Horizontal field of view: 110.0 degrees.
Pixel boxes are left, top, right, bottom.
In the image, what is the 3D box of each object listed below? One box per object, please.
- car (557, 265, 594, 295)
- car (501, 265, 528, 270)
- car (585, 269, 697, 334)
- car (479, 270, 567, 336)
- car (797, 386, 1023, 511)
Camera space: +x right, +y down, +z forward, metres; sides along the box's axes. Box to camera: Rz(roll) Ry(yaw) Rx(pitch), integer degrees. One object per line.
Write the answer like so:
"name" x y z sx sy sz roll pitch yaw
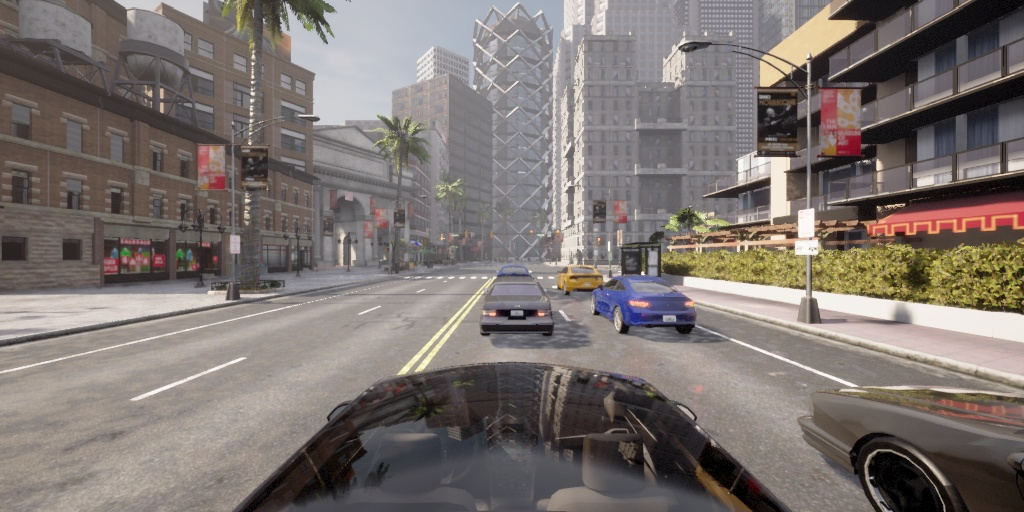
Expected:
"car" 3.615 1.228 19.661 1.882 1.535 5.008 0 0 0
"car" 0.116 1.228 20.161 1.882 1.535 5.008 0 0 0
"car" 3.620 1.276 10.549 1.812 1.442 4.674 0 0 0
"car" 0.108 1.297 10.375 2.033 1.411 5.357 0 0 0
"car" 3.659 1.297 0.883 2.033 1.411 5.357 0 0 -1
